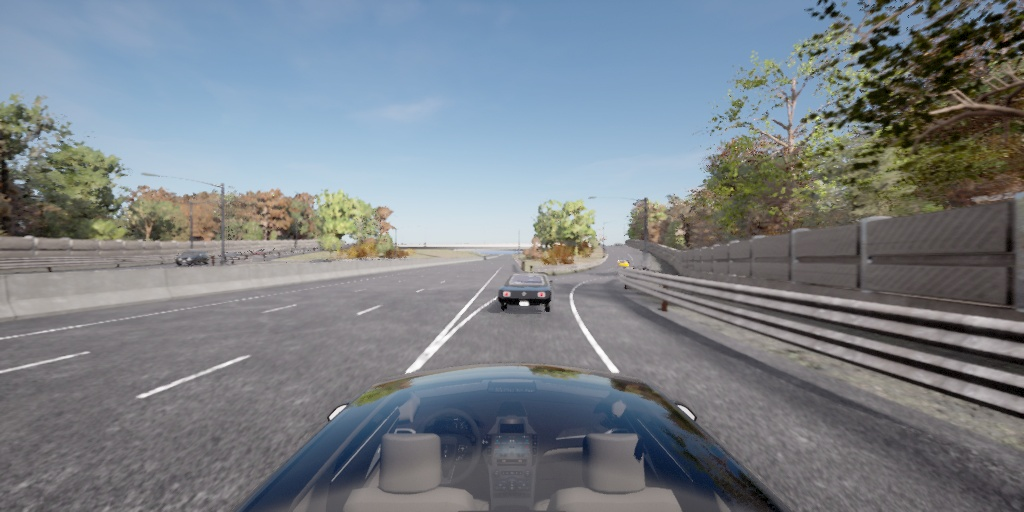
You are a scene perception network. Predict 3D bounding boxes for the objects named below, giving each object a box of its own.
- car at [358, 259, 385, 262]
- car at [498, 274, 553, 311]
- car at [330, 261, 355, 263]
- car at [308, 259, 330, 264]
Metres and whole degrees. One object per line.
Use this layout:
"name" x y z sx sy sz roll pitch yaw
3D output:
"car" -21.171 1.312 53.679 1.994 1.385 4.181 0 0 0
"car" 0.707 1.357 14.569 1.895 1.301 4.718 0 0 7
"car" -24.664 1.346 53.532 1.895 1.301 4.718 0 0 0
"car" -28.172 1.246 52.689 1.837 1.490 4.892 0 0 0
